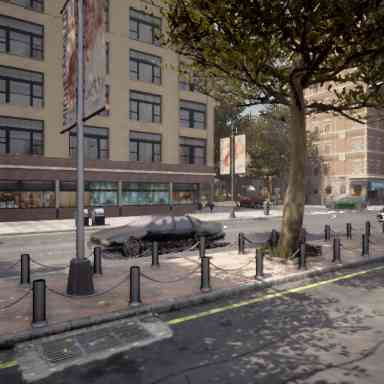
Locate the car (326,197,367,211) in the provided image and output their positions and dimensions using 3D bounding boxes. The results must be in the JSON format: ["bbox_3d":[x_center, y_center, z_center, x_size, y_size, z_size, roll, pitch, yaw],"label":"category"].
[{"bbox_3d":[19.027,1.364,40.985,4.553,1.767,2.097,0,0,30],"label":"car"}]

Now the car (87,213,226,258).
[{"bbox_3d":[-1.188,1.549,12.894,5.357,1.411,2.033,0,0,-35],"label":"car"}]

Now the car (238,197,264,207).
[{"bbox_3d":[9.222,1.490,53.129,1.882,1.535,5.008,0,0,-36],"label":"car"}]

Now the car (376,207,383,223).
[{"bbox_3d":[15.488,1.500,24.494,4.902,1.511,2.128,0,0,-35],"label":"car"}]
